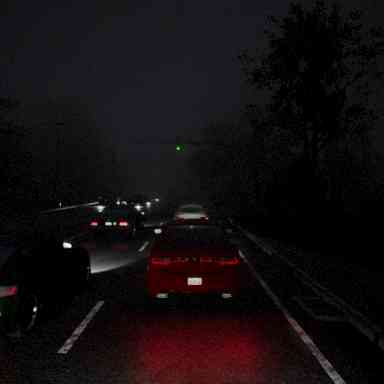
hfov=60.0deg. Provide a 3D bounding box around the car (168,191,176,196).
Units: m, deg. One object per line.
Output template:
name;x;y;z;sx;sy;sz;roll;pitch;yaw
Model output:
car;-5.216;0.345;85.404;2.033;1.411;5.357;0;1;-4

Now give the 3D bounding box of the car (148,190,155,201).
car;-7.598;0.841;53.600;1.812;1.442;4.674;0;1;-1

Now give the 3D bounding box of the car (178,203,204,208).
car;-0.038;1.317;17.521;1.812;1.442;4.674;0;1;0

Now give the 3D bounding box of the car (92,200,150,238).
car;-3.531;1.352;16.498;2.033;1.411;5.357;0;1;0

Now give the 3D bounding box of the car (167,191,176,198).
car;-4.632;0.563;74.954;2.033;1.411;5.357;0;1;-3

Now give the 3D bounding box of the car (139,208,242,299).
car;0.034;1.389;8.328;1.882;1.535;5.008;0;1;0

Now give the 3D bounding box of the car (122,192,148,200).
car;-7.435;0.989;44.007;2.033;1.411;5.357;0;1;-2

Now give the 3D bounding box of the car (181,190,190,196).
car;-1.723;0.280;85.630;1.882;1.535;5.008;0;1;-4

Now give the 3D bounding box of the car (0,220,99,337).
car;-3.452;1.499;6.523;1.994;1.385;4.181;0;1;0

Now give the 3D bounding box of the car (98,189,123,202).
car;-10.955;0.647;45.200;2.150;2.045;5.566;0;1;1

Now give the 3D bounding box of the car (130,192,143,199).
car;-11.369;0.721;68.333;1.895;1.301;4.718;0;1;-2

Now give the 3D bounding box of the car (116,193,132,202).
car;-11.115;0.865;54.638;1.994;1.385;4.181;0;1;-1

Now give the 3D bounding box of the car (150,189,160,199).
car;-7.890;0.335;68.921;2.150;2.045;5.566;0;1;-2

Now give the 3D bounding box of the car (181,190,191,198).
car;-1.170;0.575;75.908;1.994;1.385;4.181;0;1;-3
